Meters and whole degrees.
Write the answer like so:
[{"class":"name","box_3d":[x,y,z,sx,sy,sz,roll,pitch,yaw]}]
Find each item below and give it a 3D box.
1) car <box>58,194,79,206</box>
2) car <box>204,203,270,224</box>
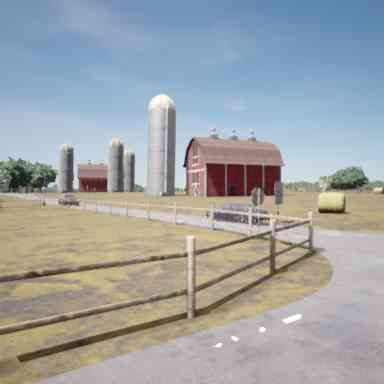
[{"class":"car","box_3d":[-18.538,1.086,50.013,2.097,1.767,4.553,2,0,-35]},{"class":"car","box_3d":[3.249,1.553,24.953,2.033,1.411,5.357,2,-1,-38]}]
